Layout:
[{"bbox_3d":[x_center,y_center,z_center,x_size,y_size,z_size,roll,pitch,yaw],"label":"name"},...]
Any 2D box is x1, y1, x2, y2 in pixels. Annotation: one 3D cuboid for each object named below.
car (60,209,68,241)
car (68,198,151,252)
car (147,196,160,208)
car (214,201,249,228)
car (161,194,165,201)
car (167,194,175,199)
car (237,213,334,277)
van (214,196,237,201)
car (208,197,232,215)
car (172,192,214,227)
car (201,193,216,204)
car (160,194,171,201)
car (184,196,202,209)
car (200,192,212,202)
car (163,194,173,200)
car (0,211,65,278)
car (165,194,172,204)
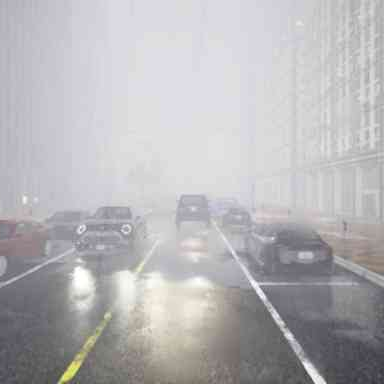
[{"bbox_3d":[-5.688,1.500,15.640,1.947,1.339,4.313,0,0,0],"label":"car"},{"bbox_3d":[-3.100,1.294,13.590,2.097,1.767,4.553,0,0,0],"label":"car"},{"bbox_3d":[-5.688,1.324,43.932,1.752,1.417,4.829,0,0,0],"label":"car"},{"bbox_3d":[2.692,1.474,21.323,1.947,1.339,4.313,0,0,0],"label":"car"},{"bbox_3d":[-5.689,1.319,49.796,2.008,1.369,4.403,0,0,0],"label":"car"},{"bbox_3d":[-5.689,1.130,89.640,1.802,1.307,4.206,0,0,0],"label":"car"},{"bbox_3d":[2.692,1.524,9.939,1.947,1.339,4.313,0,0,0],"label":"car"},{"bbox_3d":[2.693,1.222,27.016,1.690,1.788,3.998,0,0,0],"label":"van"},{"bbox_3d":[2.693,1.294,32.707,1.967,1.590,4.097,0,0,0],"label":"car"},{"bbox_3d":[0.094,1.126,22.048,2.150,2.045,5.566,0,0,0],"label":"car"},{"bbox_3d":[2.693,1.053,55.475,2.192,1.841,5.009,0,0,0],"label":"car"},{"bbox_3d":[-5.689,1.197,72.565,2.008,1.369,4.403,0,0,0],"label":"car"},{"bbox_3d":[0.097,1.300,41.925,2.128,1.511,4.902,0,0,0],"label":"car"},{"bbox_3d":[2.693,0.992,66.860,2.192,1.841,5.009,0,0,0],"label":"car"},{"bbox_3d":[-5.689,1.180,78.257,1.947,1.339,4.313,0,0,0],"label":"car"},{"bbox_3d":[-5.688,1.503,9.947,1.887,1.381,4.507,0,0,0],"label":"car"},{"bbox_3d":[-3.066,1.218,55.133,1.882,1.535,5.008,0,0,0],"label":"car"}]
